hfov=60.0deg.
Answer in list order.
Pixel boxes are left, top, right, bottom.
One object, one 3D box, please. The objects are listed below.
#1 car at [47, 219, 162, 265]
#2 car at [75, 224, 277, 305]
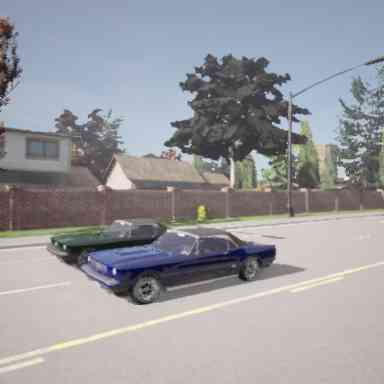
[{"bbox_3d":[-2.182,1.594,11.035,4.718,1.301,1.895,0,0,-35],"label":"car"},{"bbox_3d":[-0.150,1.594,8.186,4.718,1.301,1.895,0,0,-35],"label":"car"}]
